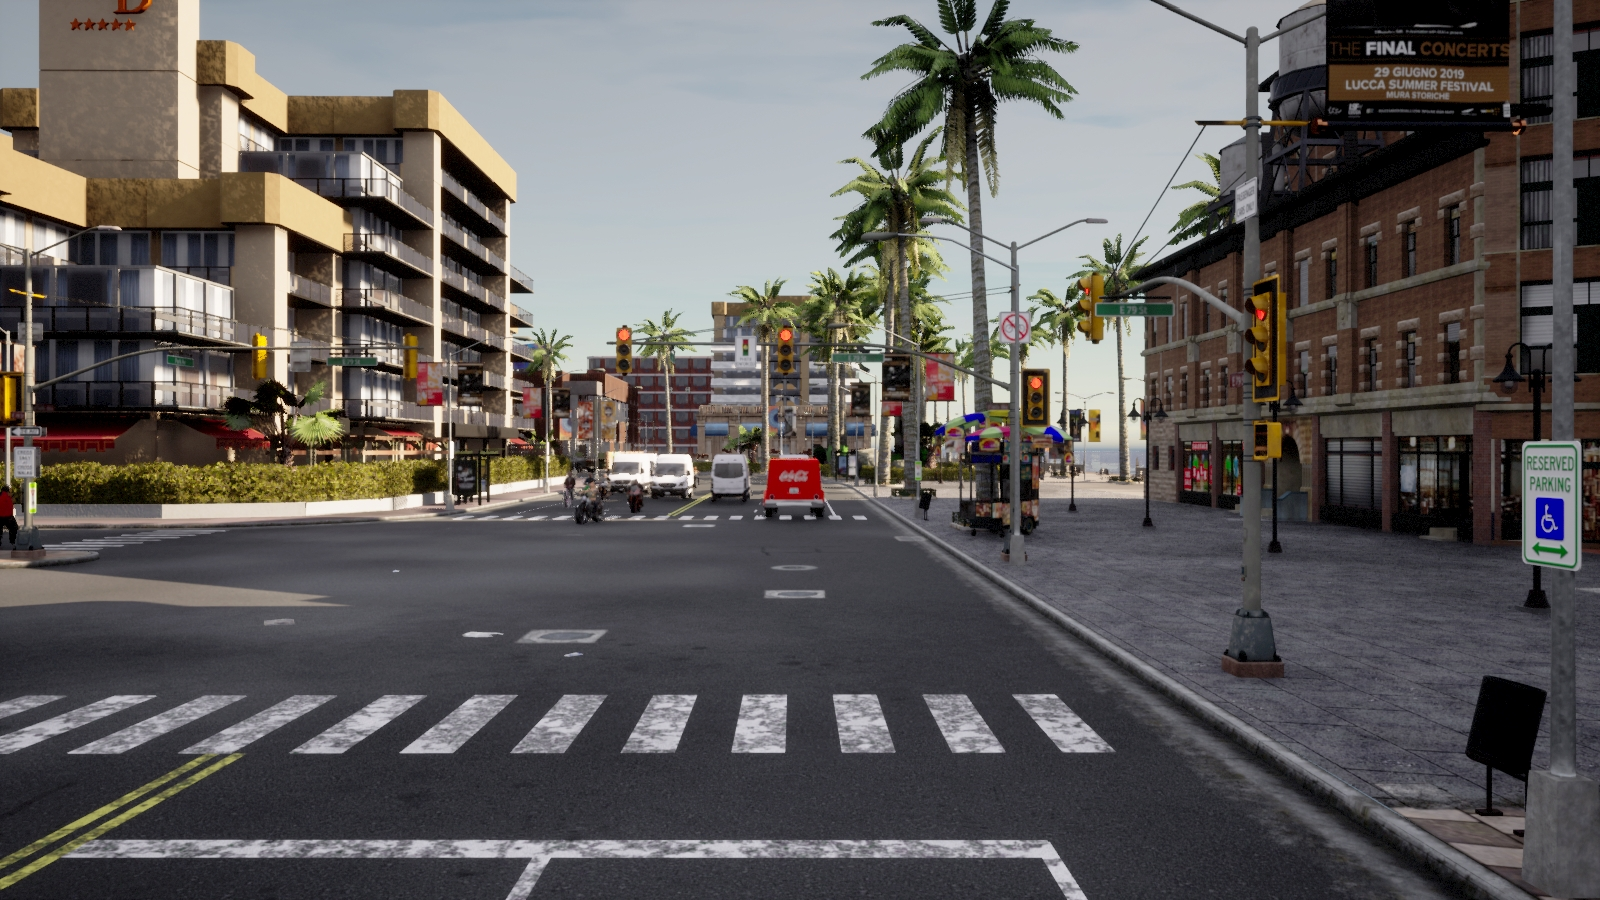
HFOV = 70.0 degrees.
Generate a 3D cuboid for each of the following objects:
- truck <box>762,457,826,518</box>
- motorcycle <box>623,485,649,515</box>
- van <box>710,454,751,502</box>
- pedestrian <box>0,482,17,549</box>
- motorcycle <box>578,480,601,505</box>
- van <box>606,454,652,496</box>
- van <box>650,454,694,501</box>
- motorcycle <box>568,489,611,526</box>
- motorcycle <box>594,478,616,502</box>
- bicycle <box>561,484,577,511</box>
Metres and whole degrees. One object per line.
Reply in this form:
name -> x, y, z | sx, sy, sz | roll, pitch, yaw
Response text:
truck -> -0.262, 1.568, 49.805 | 2.627, 2.467, 5.204 | 0, 0, 0
motorcycle -> -7.267, 2.205, 50.780 | 0.867, 1.251, 2.209 | 0, 0, 0
van -> -3.838, 1.534, 64.347 | 1.988, 2.561, 5.915 | 0, 0, 0
pedestrian -> -22.330, 1.848, 32.112 | 0.375, 1.860, 0.375 | 0, 0, -1
motorcycle -> -10.833, 2.182, 58.917 | 0.856, 1.236, 1.805 | 0, 0, 0
van -> -10.793, 1.535, 72.492 | 1.988, 2.561, 5.915 | 0, 0, 1
van -> -7.364, 1.535, 66.270 | 1.988, 2.561, 5.915 | 0, 0, 0
motorcycle -> -7.989, 2.170, 43.505 | 0.764, 1.277, 2.356 | -1, 0, 12
motorcycle -> -10.849, 2.205, 63.624 | 0.867, 1.251, 2.209 | 0, 0, 0
bicycle -> -10.803, 2.210, 53.482 | 0.329, 1.171, 1.835 | 0, 0, 1
